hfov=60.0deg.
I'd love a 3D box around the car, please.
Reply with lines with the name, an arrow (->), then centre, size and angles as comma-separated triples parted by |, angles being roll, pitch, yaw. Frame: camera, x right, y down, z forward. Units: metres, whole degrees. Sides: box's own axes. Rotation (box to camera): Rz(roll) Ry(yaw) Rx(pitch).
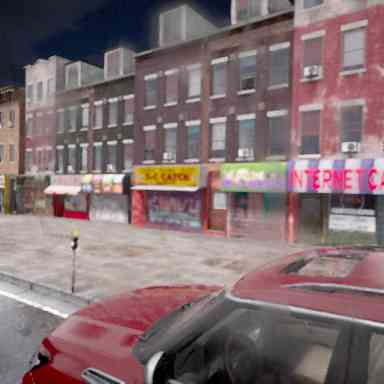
car -> 1.019, 1.313, 2.056 | 5.009, 1.841, 2.192 | 0, 2, 36
